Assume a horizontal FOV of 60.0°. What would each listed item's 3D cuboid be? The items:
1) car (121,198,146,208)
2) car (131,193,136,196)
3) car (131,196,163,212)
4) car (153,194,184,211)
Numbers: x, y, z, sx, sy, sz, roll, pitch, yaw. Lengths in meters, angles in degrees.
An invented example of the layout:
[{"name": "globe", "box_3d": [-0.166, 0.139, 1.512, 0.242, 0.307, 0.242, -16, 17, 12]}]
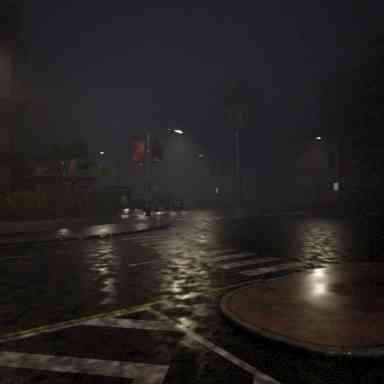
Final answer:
[{"name": "car", "box_3d": [-8.782, 1.601, 49.841, 1.895, 1.301, 4.718, 0, 0, -34]}, {"name": "car", "box_3d": [-13.392, 1.220, 68.456, 2.150, 2.045, 5.566, 0, 0, -39]}, {"name": "car", "box_3d": [-5.641, 1.526, 39.190, 1.812, 1.442, 4.674, 0, 0, -35]}, {"name": "car", "box_3d": [-3.195, 1.221, 41.829, 2.150, 2.045, 5.566, 0, 0, -35]}]
